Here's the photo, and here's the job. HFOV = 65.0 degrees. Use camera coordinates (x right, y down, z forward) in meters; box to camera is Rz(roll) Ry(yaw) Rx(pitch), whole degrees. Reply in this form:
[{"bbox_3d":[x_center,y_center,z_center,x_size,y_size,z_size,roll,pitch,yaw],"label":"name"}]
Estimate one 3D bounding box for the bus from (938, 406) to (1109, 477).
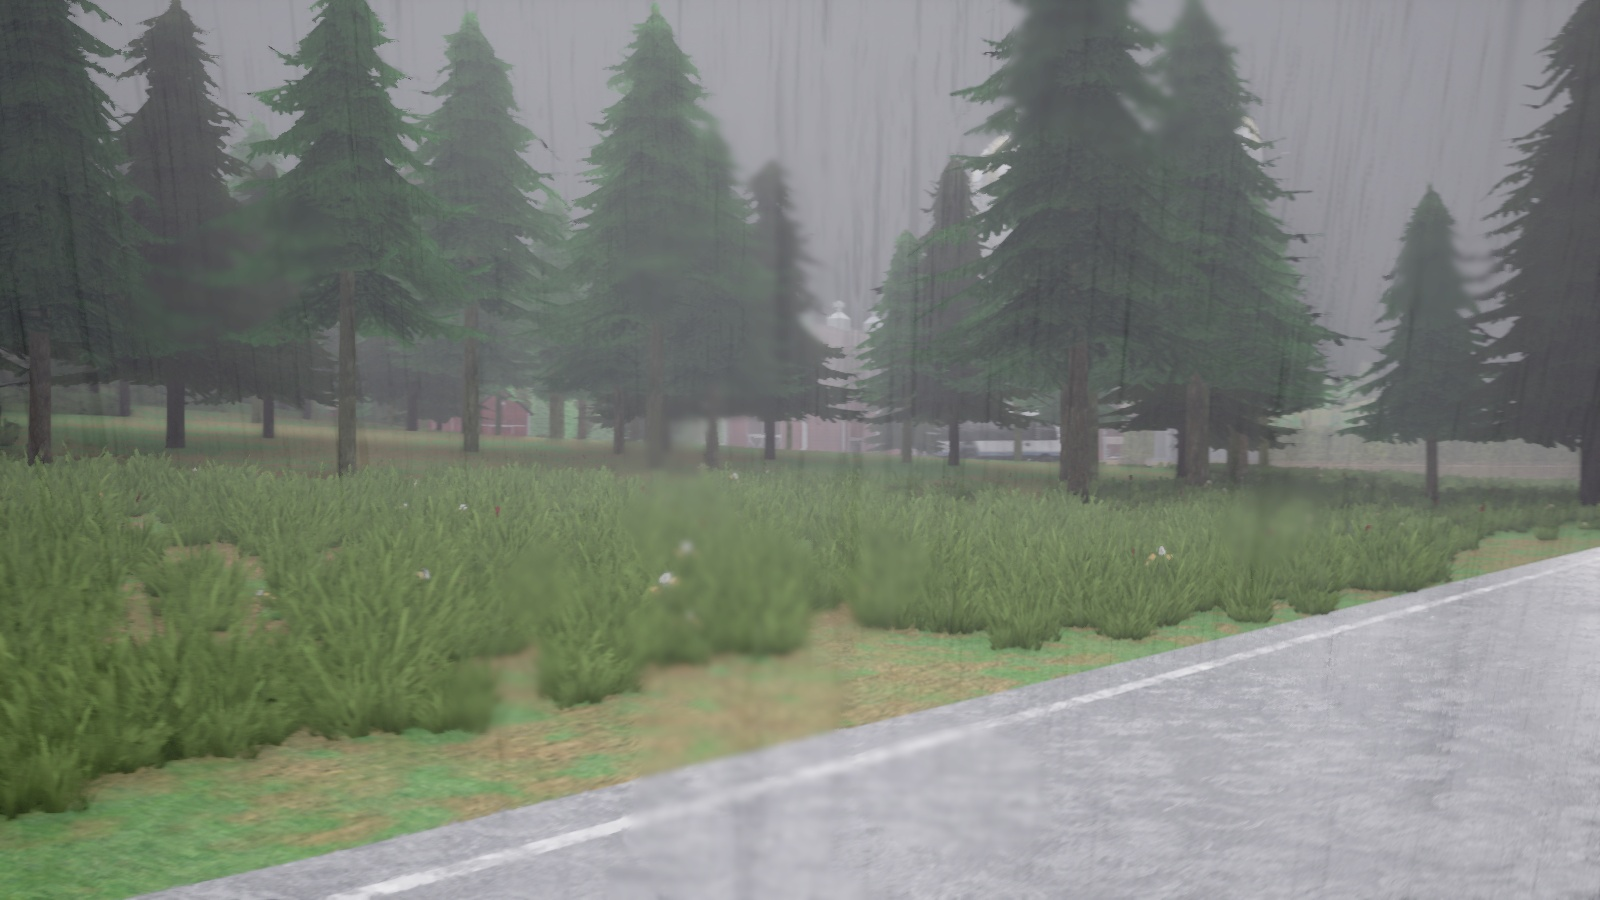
[{"bbox_3d":[14.126,-0.505,80.220,10.273,4.253,3.944,0,0,44],"label":"bus"}]
